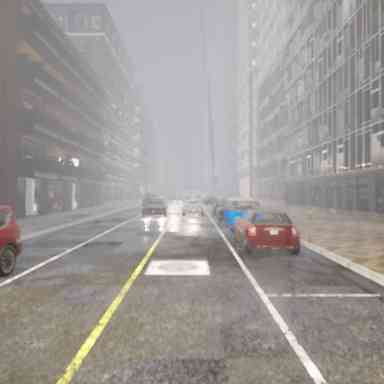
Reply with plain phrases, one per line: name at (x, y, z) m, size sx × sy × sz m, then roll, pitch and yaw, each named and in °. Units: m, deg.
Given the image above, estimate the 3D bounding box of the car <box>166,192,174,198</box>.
car at (-5.677, 0.872, 86.190) m, size 1.752 × 1.417 × 4.829 m, roll 1°, pitch 0°, yaw 0°

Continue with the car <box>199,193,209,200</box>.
car at (2.703, 0.983, 75.055) m, size 2.008 × 1.369 × 4.403 m, roll 1°, pitch 0°, yaw 0°

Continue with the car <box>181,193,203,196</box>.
car at (0.057, 1.163, 45.637) m, size 2.163 × 1.488 × 4.792 m, roll 0°, pitch 0°, yaw 0°

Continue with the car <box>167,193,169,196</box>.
car at (-5.678, 1.129, 58.104) m, size 1.947 × 1.339 × 4.313 m, roll 1°, pitch 0°, yaw 0°

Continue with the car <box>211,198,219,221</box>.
car at (2.702, 1.387, 24.196) m, size 1.947 × 1.339 × 4.313 m, roll 1°, pitch 0°, yaw 0°

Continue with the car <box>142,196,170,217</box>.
car at (-3.097, 1.352, 28.597) m, size 1.994 × 1.385 × 4.181 m, roll 0°, pitch 0°, yaw 0°

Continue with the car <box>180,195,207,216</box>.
car at (0.113, 1.305, 29.753) m, size 1.812 × 1.442 × 4.674 m, roll 0°, pitch 1°, yaw 0°

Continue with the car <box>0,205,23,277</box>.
car at (-5.675, 1.261, 7.243) m, size 2.192 × 1.841 × 5.009 m, roll 1°, pitch 0°, yaw 0°

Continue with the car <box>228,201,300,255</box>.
car at (2.704, 1.345, 12.892) m, size 1.967 × 1.590 × 4.097 m, roll 1°, pitch 0°, yaw 0°

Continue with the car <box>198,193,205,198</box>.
car at (2.703, 0.882, 92.009) m, size 1.802 × 1.307 × 4.206 m, roll 1°, pitch 0°, yaw 0°

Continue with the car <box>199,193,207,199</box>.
car at (2.703, 0.971, 80.706) m, size 1.802 × 1.307 × 4.206 m, roll 1°, pitch 0°, yaw 0°

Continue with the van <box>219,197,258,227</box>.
van at (2.705, 1.204, 18.544) m, size 1.690 × 1.788 × 3.998 m, roll 1°, pitch 0°, yaw 0°

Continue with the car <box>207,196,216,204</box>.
car at (2.702, 1.345, 29.847) m, size 1.947 × 1.339 × 4.313 m, roll 1°, pitch 0°, yaw 0°

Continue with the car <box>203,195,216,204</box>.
car at (2.703, 1.152, 52.451) m, size 1.887 × 1.381 × 4.507 m, roll 1°, pitch 0°, yaw 0°

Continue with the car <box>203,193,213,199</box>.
car at (2.702, 1.216, 46.800) m, size 1.947 × 1.339 × 4.313 m, roll 1°, pitch 0°, yaw 0°

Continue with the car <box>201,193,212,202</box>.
car at (2.704, 0.960, 63.752) m, size 1.967 × 1.590 × 4.097 m, roll 1°, pitch 0°, yaw 0°

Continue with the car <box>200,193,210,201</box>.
car at (2.703, 1.027, 69.404) m, size 2.008 × 1.369 × 4.403 m, roll 1°, pitch 0°, yaw 0°

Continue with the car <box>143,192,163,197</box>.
car at (-5.674, 0.965, 46.801) m, size 2.192 × 1.841 × 5.009 m, roll 1°, pitch 0°, yaw 0°

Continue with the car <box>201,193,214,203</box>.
car at (2.705, 1.003, 58.102) m, size 1.967 × 1.590 × 4.097 m, roll 1°, pitch 0°, yaw 0°

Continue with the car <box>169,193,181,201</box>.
car at (-2.999, 0.990, 69.317) m, size 2.128 × 1.511 × 4.902 m, roll 0°, pitch 0°, yaw 0°
